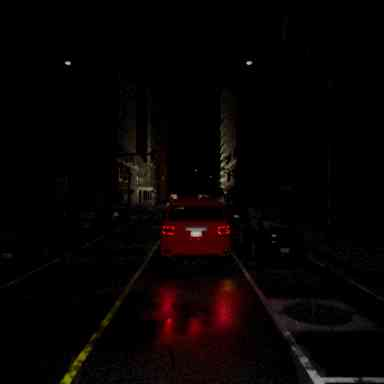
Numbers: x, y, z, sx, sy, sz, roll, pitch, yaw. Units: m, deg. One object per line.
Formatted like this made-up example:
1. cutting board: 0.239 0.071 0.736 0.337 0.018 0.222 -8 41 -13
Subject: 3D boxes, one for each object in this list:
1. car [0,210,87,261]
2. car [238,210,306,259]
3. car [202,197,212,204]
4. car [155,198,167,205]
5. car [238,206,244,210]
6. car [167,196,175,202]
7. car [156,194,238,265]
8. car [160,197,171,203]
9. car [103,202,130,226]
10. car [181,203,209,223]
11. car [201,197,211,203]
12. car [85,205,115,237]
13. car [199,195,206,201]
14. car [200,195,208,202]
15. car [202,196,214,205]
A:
1. car: -5.665 1.582 12.418 1.947 1.339 4.313 0 0 0
2. car: 2.860 1.567 12.415 2.008 1.369 4.403 0 0 0
3. car: 2.921 1.659 66.087 1.752 1.417 4.829 0 0 0
4. car: -5.616 1.699 60.523 1.802 1.307 4.206 0 0 0
5. car: 2.864 1.598 23.418 1.947 1.339 4.313 0 0 0
6. car: -5.559 1.743 87.396 1.752 1.417 4.829 0 0 0
7. car: 0.103 1.239 11.860 2.150 2.045 5.566 0 0 0
8. car: -5.592 1.702 71.340 2.008 1.369 4.403 0 0 0
9. car: -5.662 1.472 23.421 1.967 1.590 4.097 0 0 0
10. car: 0.368 1.638 26.968 1.895 1.301 4.718 0 0 5
11. car: 2.933 1.702 71.325 2.008 1.369 4.403 0 0 0
12. car: -5.664 1.606 17.919 1.802 1.307 4.206 0 0 0
13. car: 2.977 1.685 92.961 1.967 1.590 4.097 0 0 0
14. car: 2.954 1.634 82.144 1.967 1.590 4.097 0 0 0
15. car: 2.909 1.557 60.508 1.967 1.590 4.097 0 0 0
